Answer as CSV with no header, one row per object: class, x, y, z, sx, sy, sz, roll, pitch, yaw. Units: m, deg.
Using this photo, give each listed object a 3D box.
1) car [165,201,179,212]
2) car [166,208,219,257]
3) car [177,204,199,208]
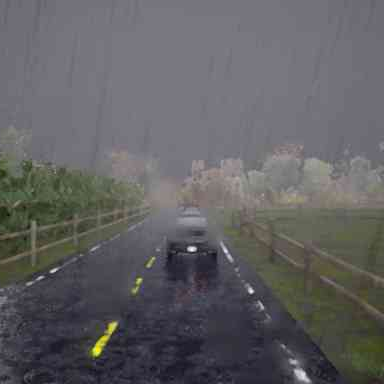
car,-2.784,1.988,47.544,2.128,1.511,4.902,0,-1,1
car,0.019,1.649,13.492,1.837,1.490,4.892,0,0,0
car,0.016,1.861,28.454,1.994,1.385,4.181,0,0,0
